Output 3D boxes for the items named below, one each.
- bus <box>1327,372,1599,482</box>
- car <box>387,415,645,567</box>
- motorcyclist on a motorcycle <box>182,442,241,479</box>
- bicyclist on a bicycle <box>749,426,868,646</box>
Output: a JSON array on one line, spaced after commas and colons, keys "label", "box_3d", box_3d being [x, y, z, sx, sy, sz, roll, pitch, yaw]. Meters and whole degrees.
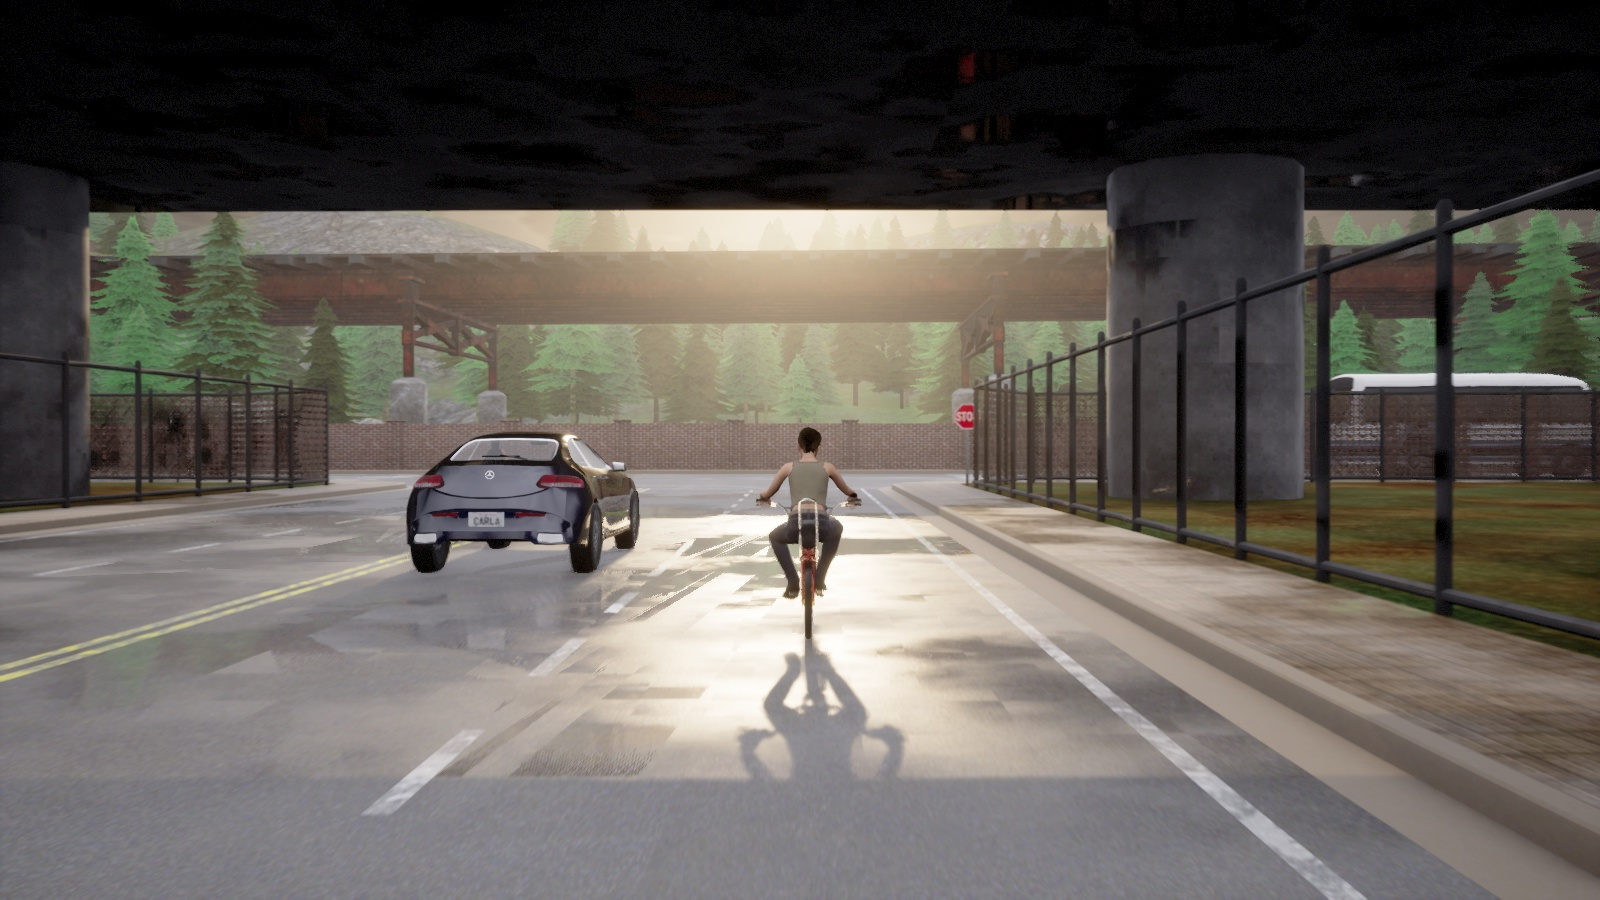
[{"label": "bus", "box_3d": [27.189, -0.894, 50.514, 10.273, 4.253, 3.944, 0, 0, 1]}, {"label": "car", "box_3d": [-3.393, 0.431, 16.151, 2.152, 1.651, 5.027, 0, 0, 0]}, {"label": "motorcyclist on a motorcycle", "box_3d": [-24.055, 0.419, 51.356, 2.044, 1.523, 0.797, 0, 0, 0]}, {"label": "bicyclist on a bicycle", "box_3d": [0.068, 0.627, 9.951, 0.866, 1.612, 1.509, 0, 0, 1]}]
